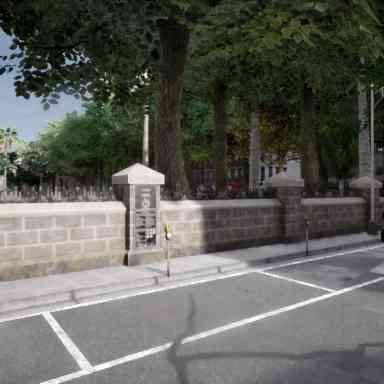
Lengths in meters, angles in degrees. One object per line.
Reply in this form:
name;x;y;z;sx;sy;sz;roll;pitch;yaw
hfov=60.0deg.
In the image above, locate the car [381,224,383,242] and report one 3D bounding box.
car;9.670;1.310;13.439;5.009;1.841;2.192;0;0;-36
